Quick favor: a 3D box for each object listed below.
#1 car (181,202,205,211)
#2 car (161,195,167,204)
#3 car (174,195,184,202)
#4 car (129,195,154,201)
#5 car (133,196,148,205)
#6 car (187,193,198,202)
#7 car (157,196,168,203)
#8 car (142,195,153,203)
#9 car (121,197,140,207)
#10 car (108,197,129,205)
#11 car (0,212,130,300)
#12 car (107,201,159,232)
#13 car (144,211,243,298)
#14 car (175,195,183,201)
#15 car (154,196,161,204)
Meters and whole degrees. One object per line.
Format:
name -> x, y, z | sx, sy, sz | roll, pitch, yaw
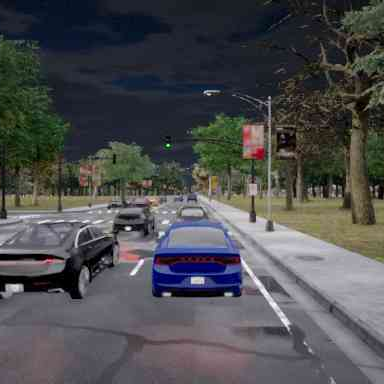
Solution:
car -> 0.040, 1.527, 18.683 | 1.812, 1.442, 4.674 | 0, 0, 1
car -> -6.519, 1.519, 62.642 | 2.128, 1.511, 4.902 | 0, 0, 1
car -> -3.193, 1.569, 75.289 | 1.812, 1.442, 4.674 | 0, 0, 0
car -> -6.569, 1.489, 43.491 | 1.882, 1.535, 5.008 | 0, 0, 0
car -> -9.765, 1.575, 62.939 | 2.033, 1.411, 5.357 | 0, 0, 0
car -> 0.048, 1.265, 73.515 | 2.150, 2.045, 5.566 | 0, 0, 0
car -> -6.453, 1.533, 72.690 | 1.837, 1.490, 4.892 | 0, 0, 0
car -> -9.702, 1.526, 73.109 | 1.837, 1.490, 4.892 | 0, 0, 0
car -> -9.807, 1.509, 53.121 | 2.128, 1.511, 4.902 | 0, 0, 0
car -> -9.818, 1.575, 44.201 | 1.994, 1.385, 4.181 | 0, 0, 1
car -> -3.149, 1.492, 8.352 | 2.128, 1.511, 4.902 | 0, 0, 0
car -> -3.158, 1.508, 18.674 | 1.837, 1.490, 4.892 | 0, 0, -1
car -> 0.107, 1.478, 8.605 | 1.882, 1.535, 5.008 | 0, 0, 0
car -> -3.194, 1.536, 85.153 | 1.882, 1.535, 5.008 | 0, 0, 0
car -> -6.560, 1.495, 53.071 | 1.882, 1.535, 5.008 | 0, 0, 0
